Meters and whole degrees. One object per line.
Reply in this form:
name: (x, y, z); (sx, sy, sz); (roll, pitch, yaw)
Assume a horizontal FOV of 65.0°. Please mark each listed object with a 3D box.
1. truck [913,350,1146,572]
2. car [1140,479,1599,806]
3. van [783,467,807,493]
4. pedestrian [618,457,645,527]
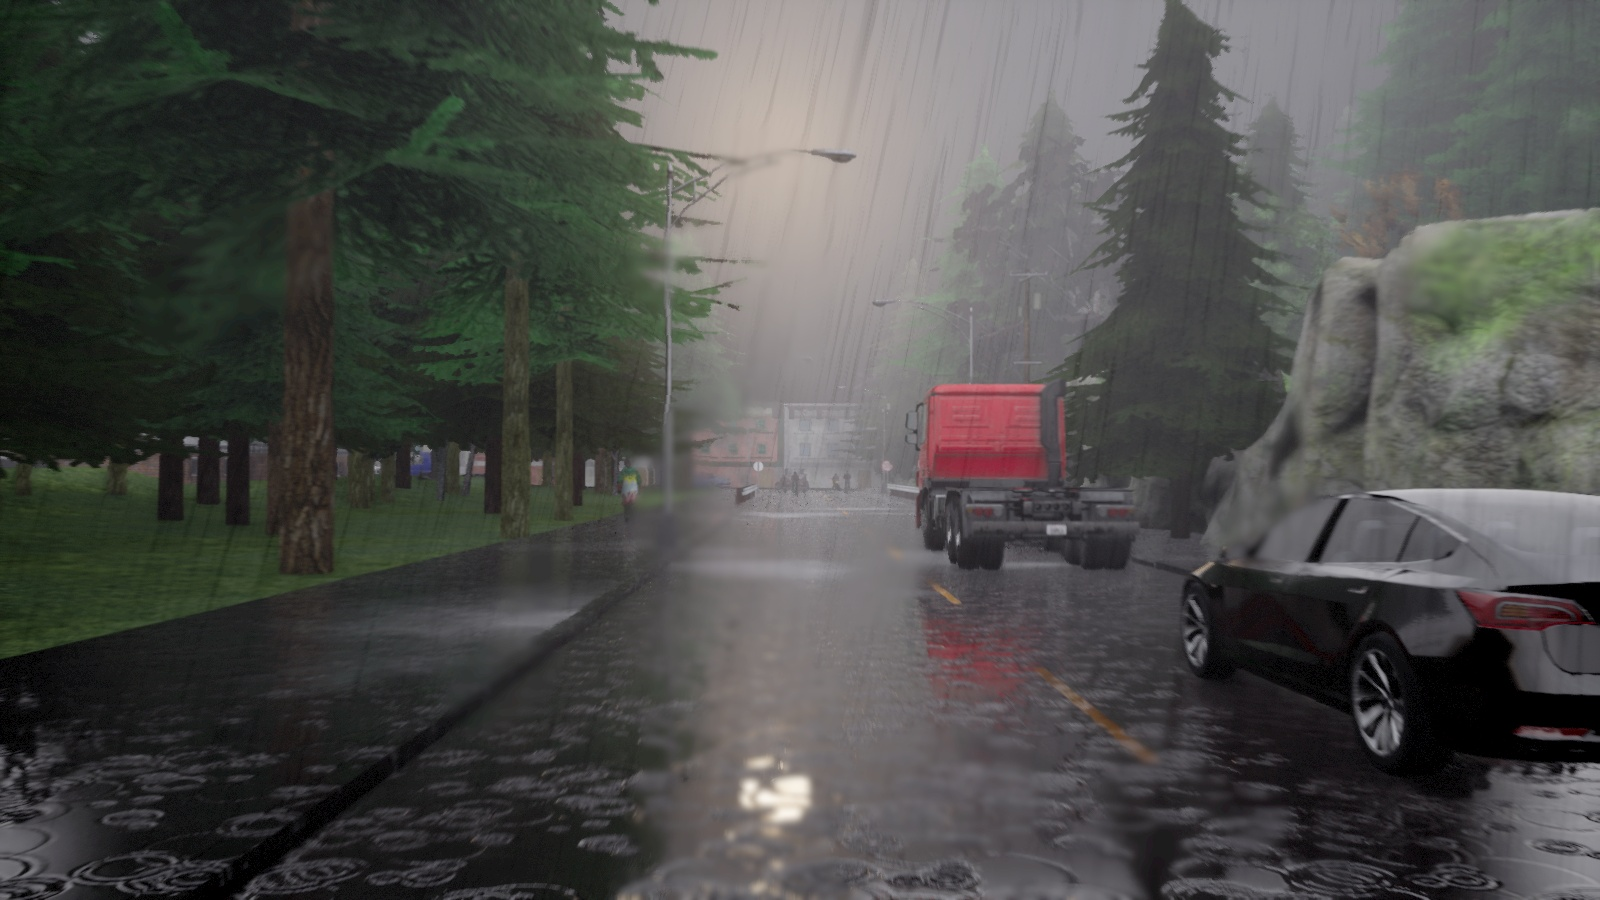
truck: (3.937, 0.242, 23.583); (2.891, 3.462, 7.936); (0, -1, 0)
car: (3.979, 0.949, 8.253); (2.163, 1.488, 4.792); (0, -1, 0)
van: (-0.395, 2.315, 97.195); (1.775, 1.987, 4.442); (0, -1, -1)
pedestrian: (-4.773, 1.184, 35.564); (0.659, 1.952, 0.873); (0, -1, -1)
